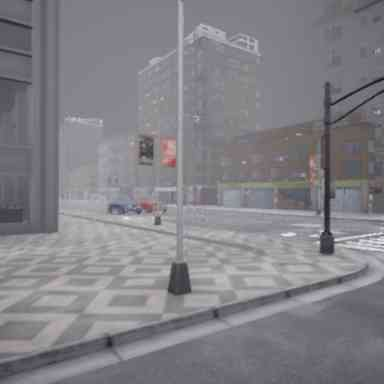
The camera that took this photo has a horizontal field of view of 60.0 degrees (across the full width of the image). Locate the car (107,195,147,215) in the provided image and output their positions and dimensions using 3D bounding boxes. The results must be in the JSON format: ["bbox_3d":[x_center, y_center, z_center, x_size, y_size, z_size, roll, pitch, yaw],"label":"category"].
[{"bbox_3d":[-7.528,1.412,36.572,2.150,2.045,5.566,0,0,-36],"label":"car"}]

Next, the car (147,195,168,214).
[{"bbox_3d":[-4.960,1.427,38.568,2.150,2.045,5.566,0,0,-36],"label":"car"}]
